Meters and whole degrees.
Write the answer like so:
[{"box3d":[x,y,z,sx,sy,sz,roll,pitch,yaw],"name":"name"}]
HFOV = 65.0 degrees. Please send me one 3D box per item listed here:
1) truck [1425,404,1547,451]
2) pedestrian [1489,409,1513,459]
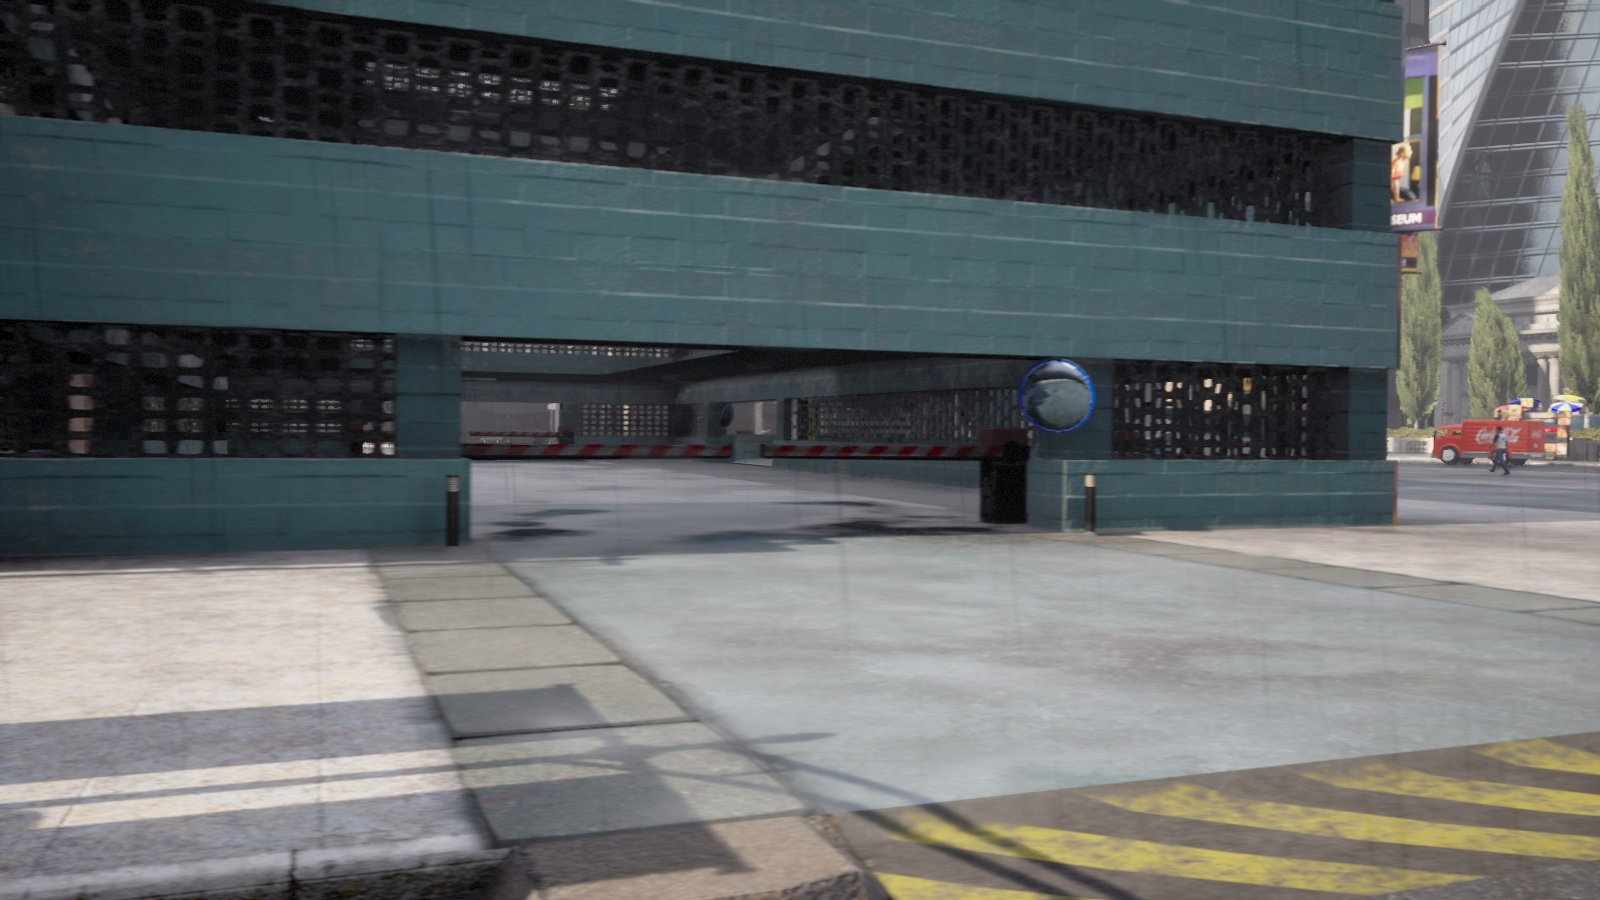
[{"box3d":[37.290,-1.205,68.380,2.627,2.467,5.204,-1,1,-39],"name":"truck"},{"box3d":[26.062,-0.587,46.714,0.354,1.836,0.706,-1,1,-22],"name":"pedestrian"}]
